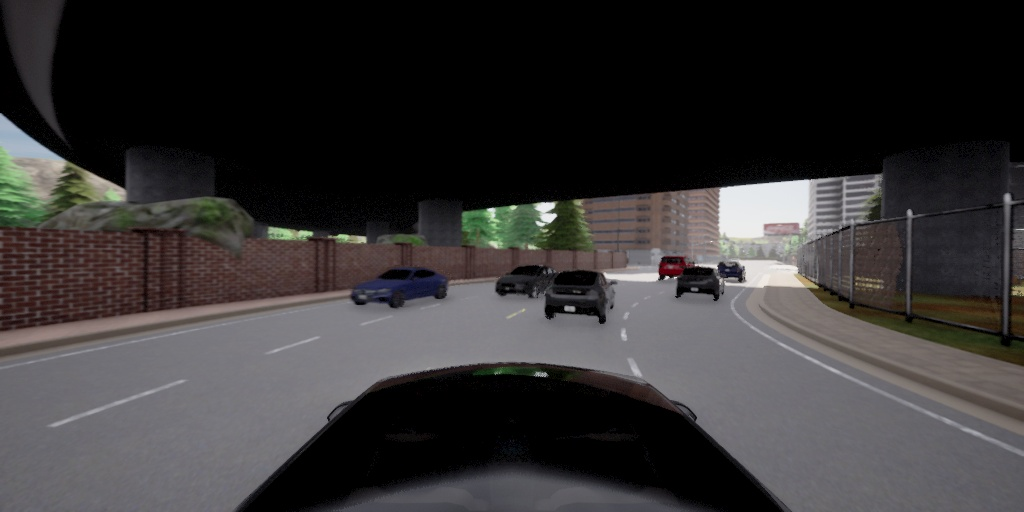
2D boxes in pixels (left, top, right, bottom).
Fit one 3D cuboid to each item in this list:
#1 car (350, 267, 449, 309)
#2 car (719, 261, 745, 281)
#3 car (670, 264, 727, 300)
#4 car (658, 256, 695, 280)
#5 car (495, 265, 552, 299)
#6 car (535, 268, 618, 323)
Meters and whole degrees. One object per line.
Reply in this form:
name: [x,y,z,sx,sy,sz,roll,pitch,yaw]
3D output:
car: [-4.323,1.167,14.598,1.812,1.442,4.674,1,0,22]
car: [19.262,1.225,31.692,2.097,1.767,4.553,1,0,36]
car: [9.660,1.309,18.340,1.837,1.490,4.892,0,0,34]
car: [14.166,1.033,30.667,2.150,2.045,5.566,1,0,36]
car: [0.958,1.201,17.929,1.837,1.490,4.892,1,0,29]
car: [2.452,1.242,12.374,1.837,1.490,4.892,0,0,20]
